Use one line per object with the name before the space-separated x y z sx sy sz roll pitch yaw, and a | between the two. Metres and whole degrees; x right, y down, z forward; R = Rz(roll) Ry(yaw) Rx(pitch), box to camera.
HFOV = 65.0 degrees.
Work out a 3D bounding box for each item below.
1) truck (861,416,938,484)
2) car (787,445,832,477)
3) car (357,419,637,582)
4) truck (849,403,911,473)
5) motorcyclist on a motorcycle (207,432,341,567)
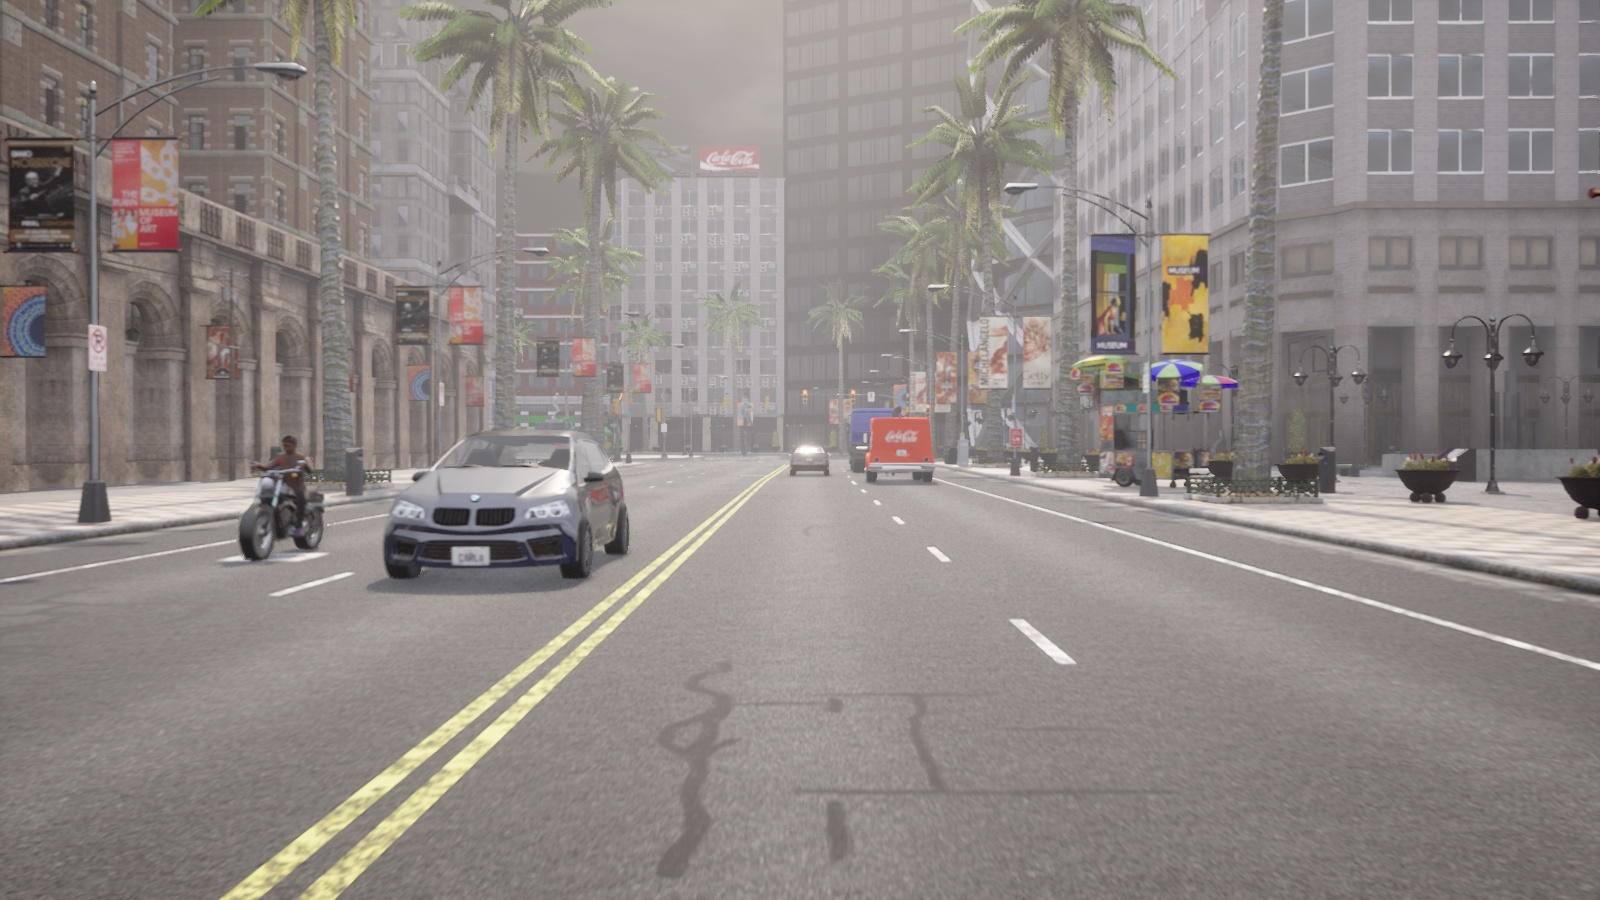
truck | 3.789 -0.012 48.752 2.627 2.467 5.204 0 0 1
car | 0.463 0.465 58.509 2.033 1.411 5.357 0 0 1
car | -3.406 0.503 15.160 2.242 1.667 4.611 0 0 0
truck | 4.081 -0.602 65.618 2.891 3.462 7.936 0 0 1
motorcyclist on a motorcycle | -6.898 0.598 16.613 0.766 1.649 2.350 0 0 0
